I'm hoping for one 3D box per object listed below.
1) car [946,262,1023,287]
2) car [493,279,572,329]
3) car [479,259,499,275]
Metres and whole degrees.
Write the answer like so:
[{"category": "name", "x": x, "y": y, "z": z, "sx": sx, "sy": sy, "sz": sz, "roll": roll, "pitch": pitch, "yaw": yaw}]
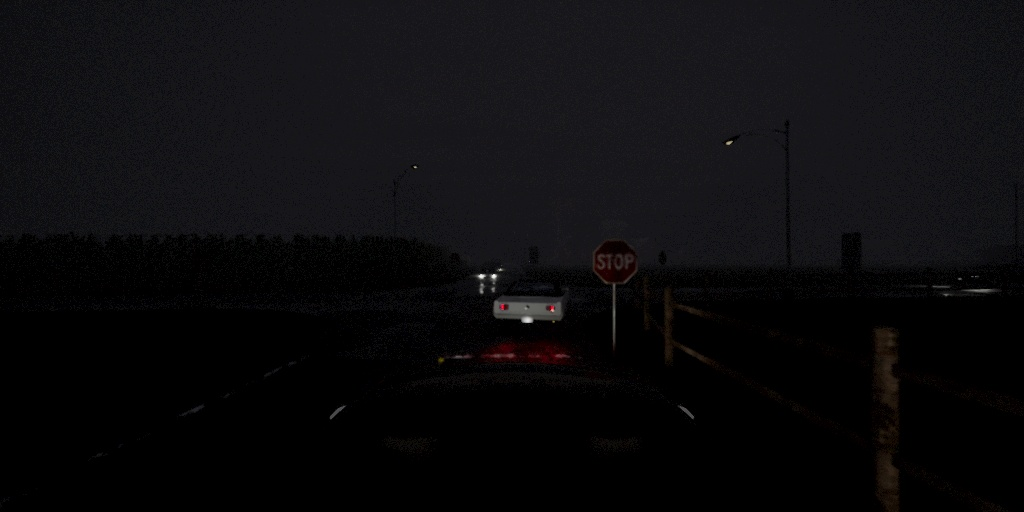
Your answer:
[{"category": "car", "x": 30.303, "y": 1.159, "z": 22.532, "sx": 4.892, "sy": 1.490, "sz": 1.837, "roll": 0, "pitch": 0, "yaw": -5}, {"category": "car", "x": 0.870, "y": 1.385, "z": 11.514, "sx": 1.895, "sy": 1.301, "sz": 4.718, "roll": 0, "pitch": 0, "yaw": 12}, {"category": "car", "x": -2.841, "y": 1.427, "z": 43.321, "sx": 1.837, "sy": 1.490, "sz": 4.892, "roll": 0, "pitch": 0, "yaw": 0}]
